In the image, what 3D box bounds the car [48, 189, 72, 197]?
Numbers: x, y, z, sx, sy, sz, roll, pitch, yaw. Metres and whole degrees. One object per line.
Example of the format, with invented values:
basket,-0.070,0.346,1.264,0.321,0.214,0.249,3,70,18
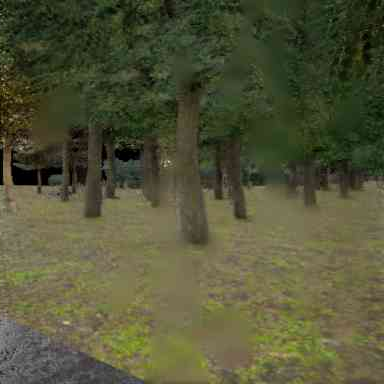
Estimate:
car,-26.826,0.170,67.632,1.837,1.490,4.892,-2,0,34
